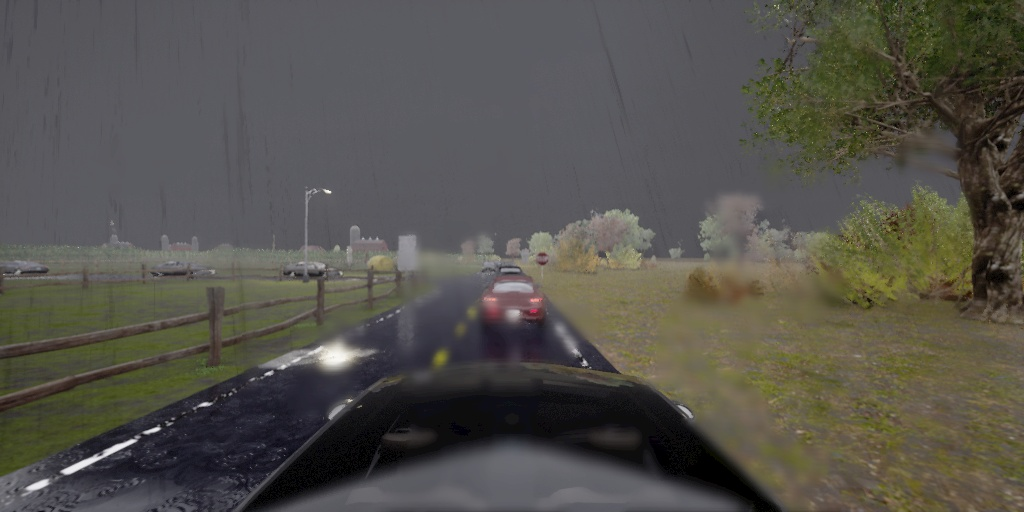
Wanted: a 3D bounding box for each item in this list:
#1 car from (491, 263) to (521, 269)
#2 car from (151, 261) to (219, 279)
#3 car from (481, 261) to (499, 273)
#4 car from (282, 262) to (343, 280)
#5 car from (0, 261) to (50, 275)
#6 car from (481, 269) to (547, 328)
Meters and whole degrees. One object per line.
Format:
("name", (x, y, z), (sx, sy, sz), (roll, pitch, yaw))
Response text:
("car", (-0.193, 1.348, 21.859), (1.837, 1.490, 4.892), (0, 0, -3))
("car", (-28.345, 1.217, 31.166), (4.902, 1.511, 2.128), (0, 0, -1))
("car", (-3.076, 1.495, 48.777), (1.837, 1.490, 4.892), (0, 0, 0))
("car", (-17.376, 1.292, 31.337), (4.902, 1.511, 2.128), (0, 0, -1))
("car", (-46.646, 1.143, 33.781), (4.181, 1.385, 1.994), (0, 0, 0))
("car", (0.049, 1.319, 11.401), (1.812, 1.442, 4.674), (0, 0, 0))
